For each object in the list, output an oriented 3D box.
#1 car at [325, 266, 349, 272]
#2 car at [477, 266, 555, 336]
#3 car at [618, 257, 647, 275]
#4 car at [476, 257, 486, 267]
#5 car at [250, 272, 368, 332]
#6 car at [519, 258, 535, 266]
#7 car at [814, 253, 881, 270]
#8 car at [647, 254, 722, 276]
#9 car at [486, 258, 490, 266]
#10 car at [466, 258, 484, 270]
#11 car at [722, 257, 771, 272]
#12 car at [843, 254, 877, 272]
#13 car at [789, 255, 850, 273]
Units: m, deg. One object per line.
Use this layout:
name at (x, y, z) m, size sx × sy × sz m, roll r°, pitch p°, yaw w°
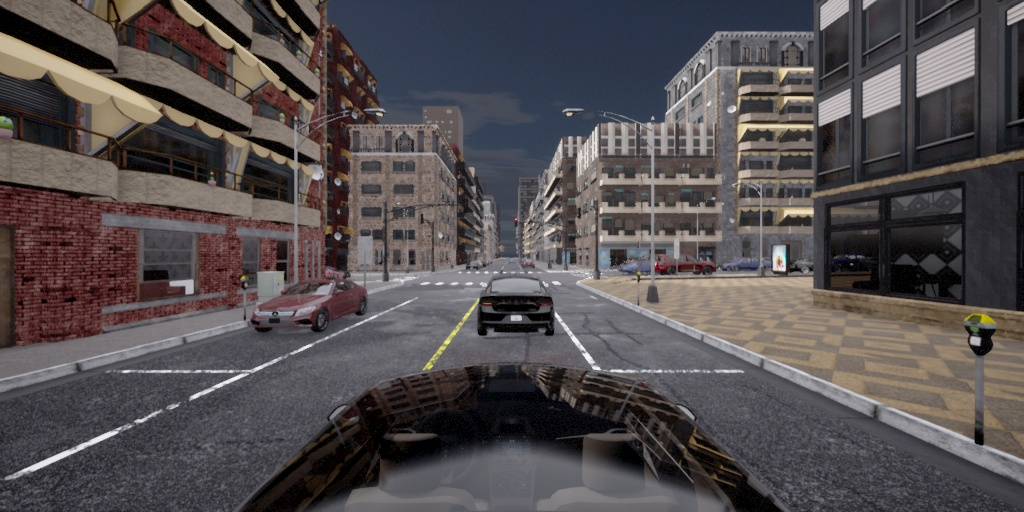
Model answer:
car at (-17.187, 1.605, 33.047) m, size 4.181 × 1.385 × 1.994 m, roll -1°, pitch 0°, yaw -1°
car at (0.096, 1.226, 10.425) m, size 1.882 × 1.535 × 5.008 m, roll 0°, pitch 0°, yaw 0°
car at (12.690, 1.038, 33.322) m, size 5.357 × 1.411 × 2.033 m, roll -1°, pitch 0°, yaw -1°
car at (-5.710, 1.283, 58.300) m, size 1.751 × 1.417 × 4.829 m, roll 0°, pitch 0°, yaw 0°
car at (-5.744, 1.330, 10.764) m, size 1.802 × 1.307 × 4.207 m, roll 0°, pitch 0°, yaw 0°
car at (2.670, 1.198, 58.474) m, size 1.967 × 1.591 × 4.097 m, roll 0°, pitch 0°, yaw 0°
car at (34.264, 0.557, 36.706) m, size 5.008 × 1.535 × 1.882 m, roll -1°, pitch 0°, yaw 0°
car at (14.700, 0.773, 30.750) m, size 5.009 × 1.841 × 2.192 m, roll 0°, pitch 0°, yaw -1°
car at (-5.712, 1.075, 64.152) m, size 2.192 × 1.841 × 5.009 m, roll 0°, pitch 0°, yaw 0°
car at (-5.708, 1.321, 52.787) m, size 1.948 × 1.339 × 4.313 m, roll 0°, pitch 0°, yaw 0°
car at (23.828, 0.823, 36.623) m, size 5.357 × 1.411 × 2.033 m, roll -1°, pitch 0°, yaw -1°
car at (31.340, 0.713, 30.901) m, size 4.313 × 1.339 × 1.948 m, roll 0°, pitch 0°, yaw -1°
car at (25.793, 0.817, 30.851) m, size 4.313 × 1.339 × 1.948 m, roll 0°, pitch 0°, yaw -1°
